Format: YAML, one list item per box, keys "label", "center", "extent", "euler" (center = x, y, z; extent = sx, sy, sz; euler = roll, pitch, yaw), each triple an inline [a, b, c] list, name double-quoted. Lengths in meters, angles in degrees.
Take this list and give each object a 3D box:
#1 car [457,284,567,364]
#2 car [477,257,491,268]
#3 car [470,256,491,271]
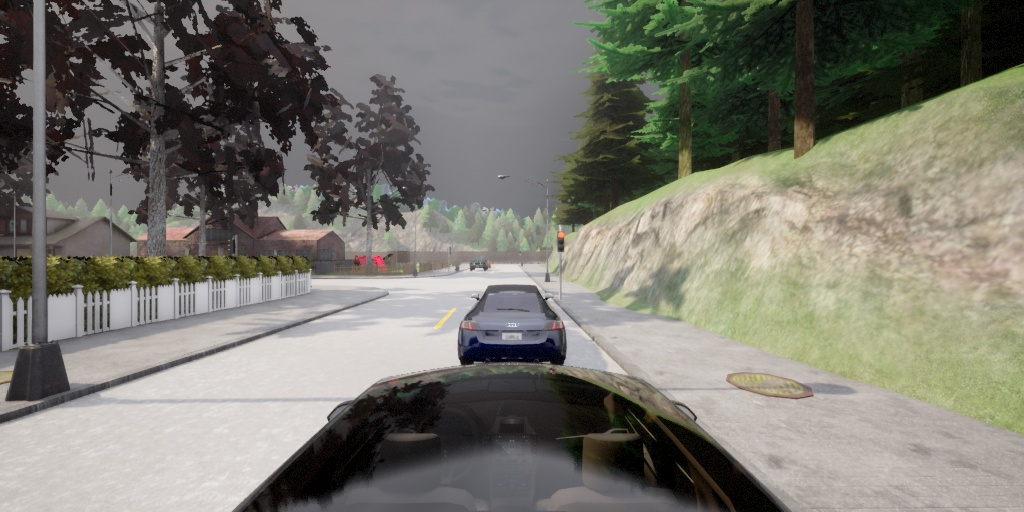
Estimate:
- label: "car"
  center: [0.005, 1.314, 8.002]
  extent: [1.994, 1.385, 4.181]
  euler: [0, 0, 0]
- label: "car"
  center: [-4.599, 1.102, 59.316]
  extent: [2.097, 1.767, 4.553]
  euler: [0, 0, 0]
- label: "car"
  center: [-4.529, 0.972, 49.488]
  extent: [2.150, 2.045, 5.566]
  euler: [0, 0, 0]
